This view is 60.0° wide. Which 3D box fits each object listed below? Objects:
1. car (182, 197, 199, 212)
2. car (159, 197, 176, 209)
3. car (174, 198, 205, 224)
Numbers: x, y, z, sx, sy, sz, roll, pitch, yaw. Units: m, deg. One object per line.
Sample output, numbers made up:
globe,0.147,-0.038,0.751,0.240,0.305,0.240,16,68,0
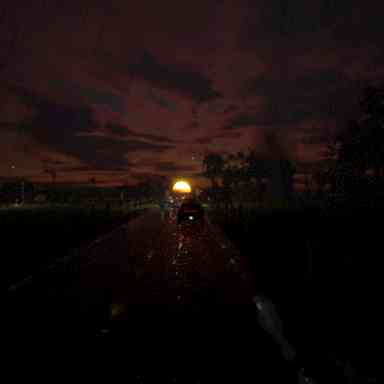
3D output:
car,-0.200,1.422,39.061,1.837,1.490,4.892,0,0,0
car,-3.142,1.405,42.885,2.128,1.511,4.902,0,0,0
car,-0.091,1.450,24.327,1.837,1.490,4.892,0,0,0
